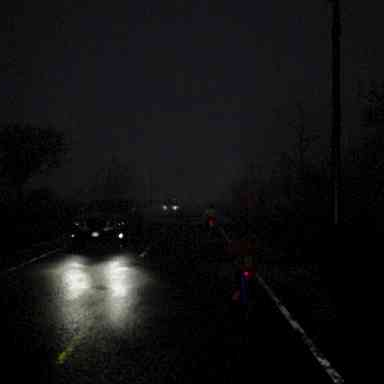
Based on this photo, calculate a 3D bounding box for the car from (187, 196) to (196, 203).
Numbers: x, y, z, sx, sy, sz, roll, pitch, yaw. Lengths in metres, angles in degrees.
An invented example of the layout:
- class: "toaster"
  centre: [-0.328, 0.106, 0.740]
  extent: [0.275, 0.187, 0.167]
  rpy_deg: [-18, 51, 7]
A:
- class: "car"
  centre: [-0.043, 1.626, 68.953]
  extent: [2.033, 1.411, 5.357]
  rpy_deg: [0, 0, 0]

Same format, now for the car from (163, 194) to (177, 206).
- class: "car"
  centre: [-3.607, 1.279, 55.893]
  extent: [2.150, 2.045, 5.566]
  rpy_deg: [0, 0, 0]

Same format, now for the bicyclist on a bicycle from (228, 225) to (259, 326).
- class: "bicyclist on a bicycle"
  centre: [0.958, 1.454, 6.117]
  extent: [0.582, 1.620, 1.656]
  rpy_deg: [0, 0, 0]

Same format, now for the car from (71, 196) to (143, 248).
- class: "car"
  centre: [-3.609, 1.228, 15.182]
  extent: [2.150, 2.045, 5.566]
  rpy_deg: [0, 0, 0]

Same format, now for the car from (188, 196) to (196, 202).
- class: "car"
  centre: [-0.048, 1.700, 79.051]
  extent: [1.895, 1.301, 4.718]
  rpy_deg: [0, 0, 0]

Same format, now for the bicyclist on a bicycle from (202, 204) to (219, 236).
- class: "bicyclist on a bicycle"
  centre: [0.977, 1.444, 17.369]
  extent: [0.866, 1.612, 1.509]
  rpy_deg: [0, 0, 0]
